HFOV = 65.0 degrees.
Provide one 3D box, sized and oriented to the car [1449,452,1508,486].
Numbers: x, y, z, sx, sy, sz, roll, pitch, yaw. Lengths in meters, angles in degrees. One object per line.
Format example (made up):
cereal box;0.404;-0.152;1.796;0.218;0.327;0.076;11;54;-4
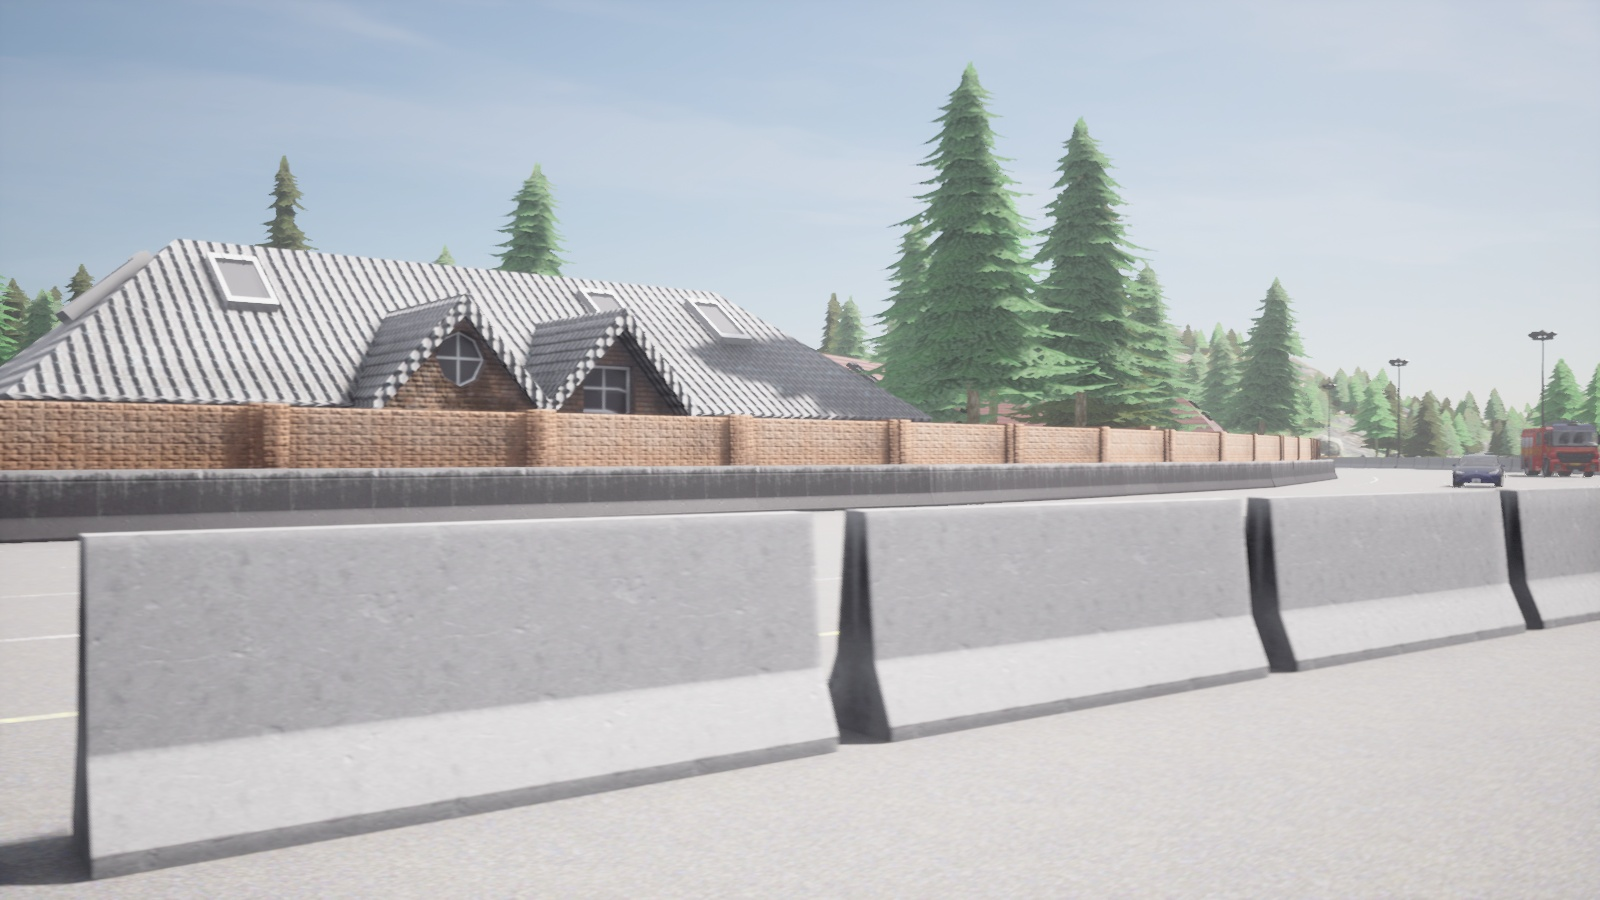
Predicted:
car;31.189;0.831;57.669;2.163;1.488;4.792;0;0;31
